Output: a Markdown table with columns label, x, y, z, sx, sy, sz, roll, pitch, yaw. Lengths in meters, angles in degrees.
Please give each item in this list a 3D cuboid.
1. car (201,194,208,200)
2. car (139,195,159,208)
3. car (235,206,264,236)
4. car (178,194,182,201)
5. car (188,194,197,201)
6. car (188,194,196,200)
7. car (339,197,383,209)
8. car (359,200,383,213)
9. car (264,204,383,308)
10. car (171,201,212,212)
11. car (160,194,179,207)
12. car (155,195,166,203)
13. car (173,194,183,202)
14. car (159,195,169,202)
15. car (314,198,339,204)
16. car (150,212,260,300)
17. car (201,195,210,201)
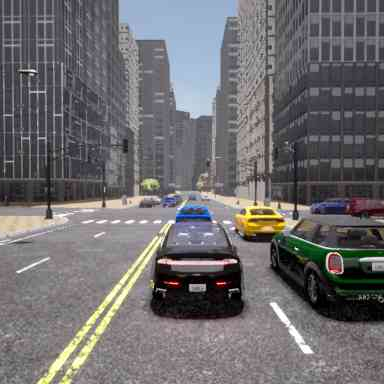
| label | x | y | z | sx | sy | sz | roll | pitch | yaw |
| --- | --- | --- | --- | --- | --- | --- | --- | --- | --- |
| car | 3.334 | 1.337 | 90.674 | 1.895 | 1.301 | 4.718 | 0 | 0 | 0 |
| car | -6.540 | 1.513 | 49.110 | 2.033 | 1.411 | 5.357 | 0 | 0 | 0 |
| car | 3.364 | 1.469 | 17.229 | 1.882 | 1.535 | 5.008 | 0 | 0 | 0 |
| car | -3.272 | 1.519 | 58.283 | 1.994 | 1.385 | 4.181 | 0 | 0 | 1 |
| car | 0.075 | 1.273 | 80.615 | 2.097 | 1.767 | 4.553 | 0 | 0 | 0 |
| car | 0.084 | 1.267 | 90.647 | 2.128 | 1.511 | 4.902 | 0 | 0 | 0 |
| car | 16.228 | 1.519 | 29.425 | 5.009 | 1.841 | 2.192 | 1 | 0 | 1 |
| car | 21.844 | 1.643 | 37.706 | 4.829 | 1.417 | 1.752 | 1 | 0 | 1 |
| car | 3.357 | 1.348 | 8.050 | 2.097 | 1.767 | 4.553 | 0 | 0 | 0 |
| car | 0.119 | 1.468 | 17.843 | 1.882 | 1.535 | 5.008 | 0 | 0 | 1 |
| car | -3.294 | 1.491 | 49.538 | 1.812 | 1.442 | 4.674 | 0 | 0 | 0 |
| car | -6.446 | 1.448 | 68.018 | 1.837 | 1.490 | 4.892 | 0 | 0 | 0 |
| car | -3.179 | 1.286 | 77.162 | 2.097 | 1.767 | 4.553 | 0 | 0 | 0 |
| car | -6.429 | 1.482 | 77.996 | 1.994 | 1.385 | 4.181 | 0 | 0 | 0 |
| car | 14.916 | 1.451 | 35.228 | 4.553 | 1.767 | 2.097 | 1 | 1 | 1 |
| car | 0.105 | 1.488 | 8.338 | 2.128 | 1.511 | 4.902 | 0 | 0 | 0 |
| car | 3.325 | 1.513 | 80.672 | 1.895 | 1.301 | 4.718 | 0 | 0 | 0 |
